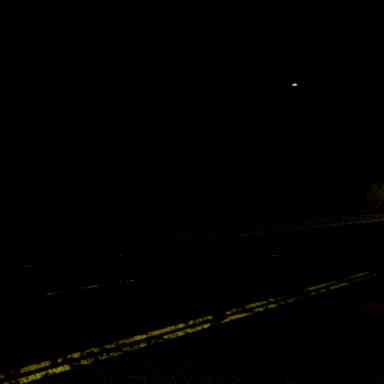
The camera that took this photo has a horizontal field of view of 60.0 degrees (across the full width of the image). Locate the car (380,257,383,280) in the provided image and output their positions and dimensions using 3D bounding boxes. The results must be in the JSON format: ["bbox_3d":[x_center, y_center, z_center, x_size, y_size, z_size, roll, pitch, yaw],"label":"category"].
[{"bbox_3d":[6.442,1.568,8.160,4.181,1.385,1.994,0,0,-37],"label":"car"}]
